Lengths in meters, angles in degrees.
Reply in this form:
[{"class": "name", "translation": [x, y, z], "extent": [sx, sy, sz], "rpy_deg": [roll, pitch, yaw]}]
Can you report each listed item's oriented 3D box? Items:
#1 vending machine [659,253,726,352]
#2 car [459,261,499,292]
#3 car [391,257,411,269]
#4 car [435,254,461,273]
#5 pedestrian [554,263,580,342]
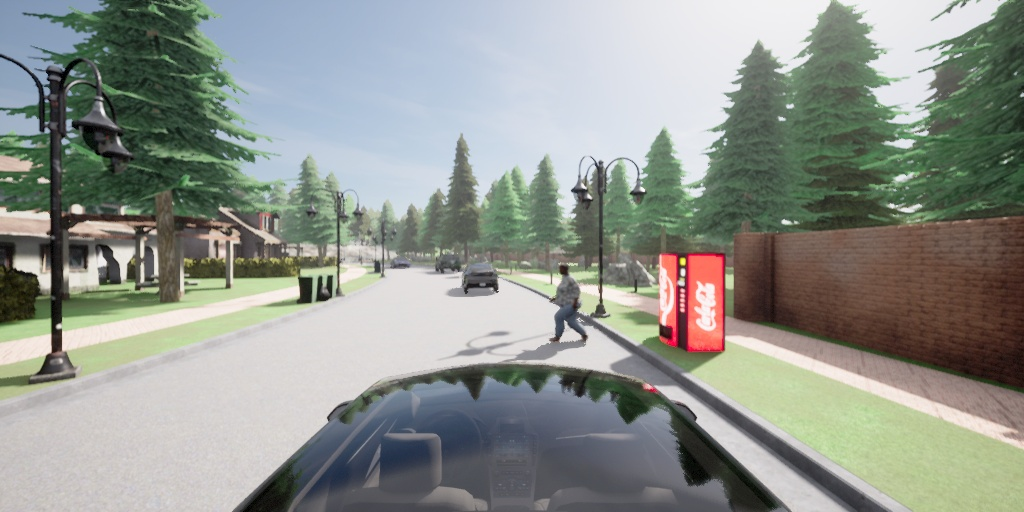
[{"class": "vending machine", "translation": [3.677, 0.921, 7.415], "extent": [1.100, 2.100, 0.880], "rpy_deg": [0, 0, -4]}, {"class": "car", "translation": [-1.895, 1.173, 20.491], "extent": [1.837, 1.490, 4.892], "rpy_deg": [0, 0, -10]}, {"class": "car", "translation": [-15.435, 0.892, 49.611], "extent": [2.097, 1.767, 4.553], "rpy_deg": [0, 0, -26]}, {"class": "car", "translation": [-7.130, 0.802, 39.757], "extent": [2.150, 2.045, 5.566], "rpy_deg": [0, 0, -20]}, {"class": "pedestrian", "translation": [1.222, 1.017, 7.983], "extent": [0.375, 1.860, 0.375], "rpy_deg": [0, 0, -4]}]
